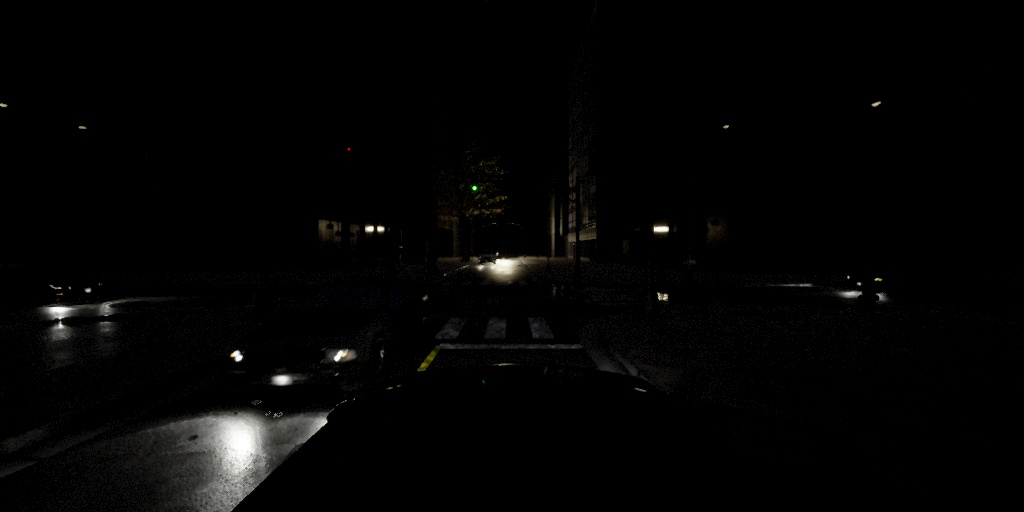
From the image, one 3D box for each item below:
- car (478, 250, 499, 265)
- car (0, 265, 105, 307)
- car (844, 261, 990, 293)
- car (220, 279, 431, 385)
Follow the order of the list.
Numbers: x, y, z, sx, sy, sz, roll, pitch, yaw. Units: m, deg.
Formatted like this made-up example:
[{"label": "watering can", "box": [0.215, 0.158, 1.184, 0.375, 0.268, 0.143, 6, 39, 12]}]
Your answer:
[{"label": "car", "box": [-3.245, 0.168, 47.658, 2.150, 2.045, 5.566, 0, 1, 0]}, {"label": "car", "box": [-18.742, 1.080, 13.785, 4.892, 1.490, 1.837, 0, 1, 0]}, {"label": "car", "box": [19.284, 0.953, 17.173, 5.357, 1.411, 2.033, 0, 1, 0]}, {"label": "car", "box": [-3.027, 1.199, 7.355, 2.033, 1.411, 5.357, 0, 1, 0]}]
